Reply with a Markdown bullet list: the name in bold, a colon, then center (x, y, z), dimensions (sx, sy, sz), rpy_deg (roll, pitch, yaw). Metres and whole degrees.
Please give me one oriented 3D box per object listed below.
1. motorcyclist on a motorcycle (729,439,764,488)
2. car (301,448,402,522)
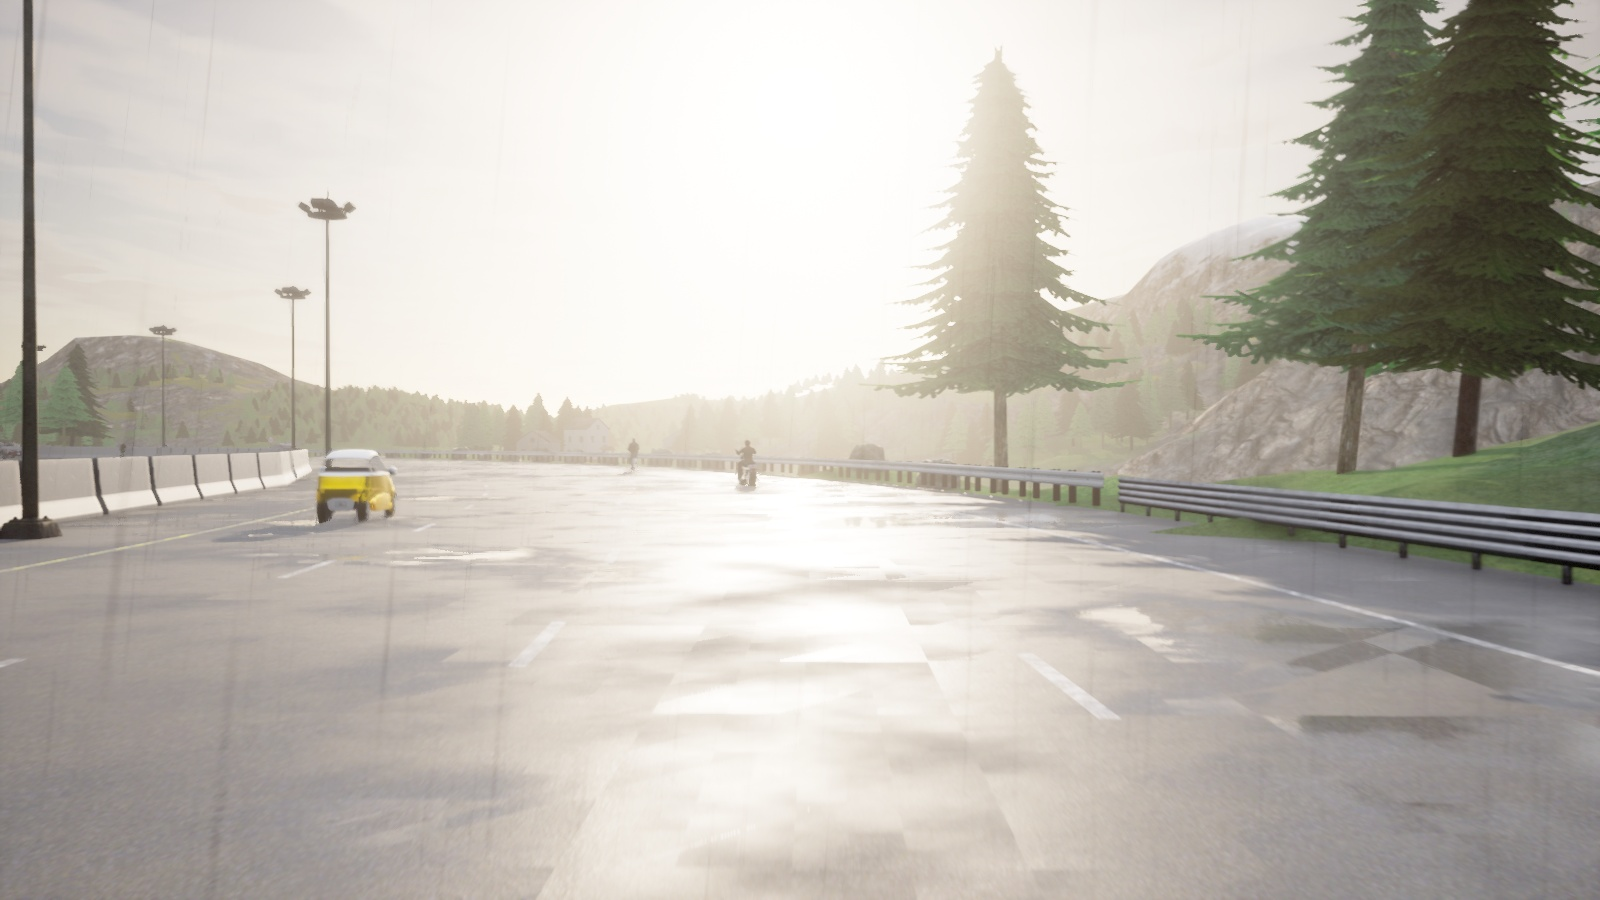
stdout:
- **motorcyclist on a motorcycle**: center (-1.880, 0.448, 43.754), dimensions (0.766, 1.649, 2.350), rpy_deg (0, 1, -14)
- **car**: center (-8.783, 0.657, 24.739), dimensions (1.481, 1.376, 2.207), rpy_deg (0, 1, -9)
